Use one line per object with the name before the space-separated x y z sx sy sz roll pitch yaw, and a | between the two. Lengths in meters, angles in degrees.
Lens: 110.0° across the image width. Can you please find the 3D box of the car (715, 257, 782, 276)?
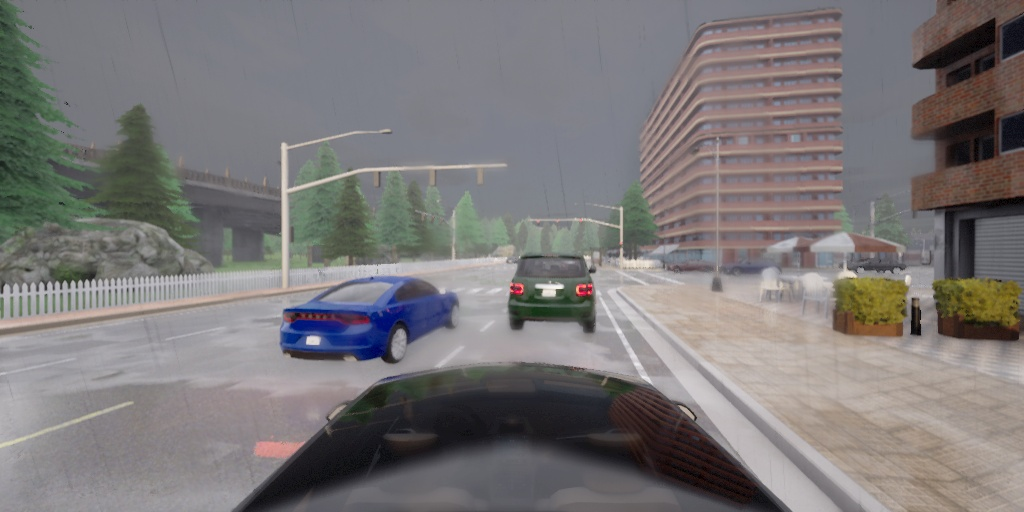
car | 21.519 0.924 32.480 4.553 1.767 2.097 0 0 10

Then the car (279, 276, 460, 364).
car | -2.709 1.179 8.137 1.882 1.535 5.008 0 0 11

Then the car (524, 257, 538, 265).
car | 3.348 0.850 63.125 1.994 1.385 4.181 0 0 11

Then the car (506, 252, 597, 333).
car | 1.320 0.904 10.714 2.150 2.045 5.566 0 1 10

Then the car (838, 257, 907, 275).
car | 33.839 0.868 33.784 4.892 1.490 1.837 0 0 10

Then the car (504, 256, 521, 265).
car | 0.120 0.764 64.910 2.128 1.511 4.902 0 0 11

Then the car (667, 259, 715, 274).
car | 18.329 1.067 36.630 4.674 1.442 1.812 0 0 11
